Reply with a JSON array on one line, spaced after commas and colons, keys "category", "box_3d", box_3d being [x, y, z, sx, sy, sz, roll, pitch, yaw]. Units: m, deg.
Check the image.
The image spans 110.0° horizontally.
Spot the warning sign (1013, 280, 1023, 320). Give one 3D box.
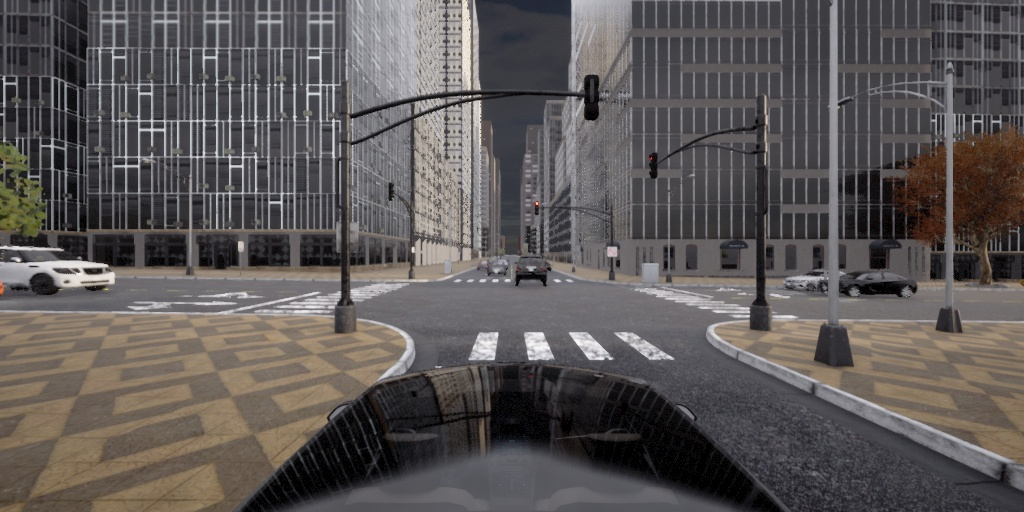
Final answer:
[{"category": "warning sign", "box_3d": [17.281, 1.202, 11.543, 1.060, 1.860, 1.300, 0, 0, -3]}]

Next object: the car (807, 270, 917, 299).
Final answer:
[{"category": "car", "box_3d": [20.835, 1.623, 21.164, 5.008, 1.535, 1.882, 1, 0, -3]}]

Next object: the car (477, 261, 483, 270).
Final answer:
[{"category": "car", "box_3d": [-3.993, 1.332, 50.853, 1.802, 1.307, 4.207, 0, 0, 0]}]

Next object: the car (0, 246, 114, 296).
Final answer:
[{"category": "car", "box_3d": [-21.201, 0.603, 15.790, 5.566, 2.045, 2.150, 1, 0, -3]}]

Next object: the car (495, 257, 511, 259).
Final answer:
[{"category": "car", "box_3d": [-1.519, 1.274, 53.828, 1.812, 1.442, 4.674, 0, 0, 0]}]

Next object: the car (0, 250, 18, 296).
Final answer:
[{"category": "car", "box_3d": [-21.192, 0.736, 12.539, 4.553, 1.767, 2.097, 1, 0, -3]}]

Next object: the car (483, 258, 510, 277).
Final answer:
[{"category": "car", "box_3d": [-1.473, 1.250, 36.201, 2.128, 1.511, 4.902, 0, 0, 0]}]

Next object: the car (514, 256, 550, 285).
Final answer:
[{"category": "car", "box_3d": [1.338, 0.988, 26.135, 2.150, 2.045, 5.566, 0, 0, 2]}]

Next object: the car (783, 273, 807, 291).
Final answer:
[{"category": "car", "box_3d": [21.115, 1.674, 24.431, 4.674, 1.442, 1.812, 1, 0, -3]}]
